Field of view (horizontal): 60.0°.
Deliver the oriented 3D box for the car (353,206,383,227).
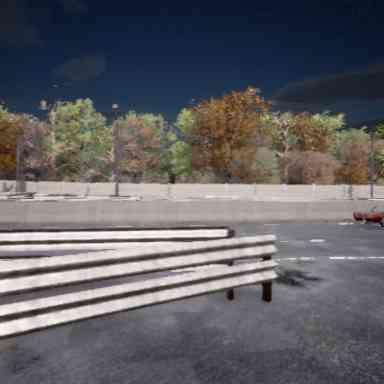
[{"bbox_3d":[13.004,1.524,21.363,4.718,1.301,1.895,0,0,-11],"label":"car"}]
